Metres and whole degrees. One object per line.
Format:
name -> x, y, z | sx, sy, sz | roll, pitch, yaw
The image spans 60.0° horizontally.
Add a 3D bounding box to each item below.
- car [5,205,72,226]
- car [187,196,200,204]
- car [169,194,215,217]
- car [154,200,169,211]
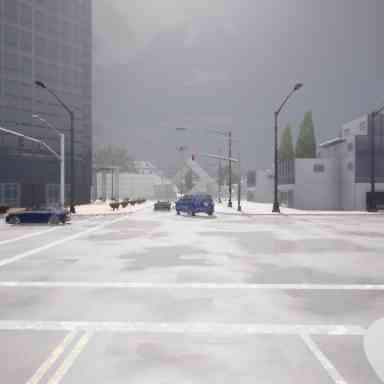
car -> -10.703, 1.616, 23.374 | 4.181, 1.385, 1.994 | 0, 0, 0
car -> 0.372, 1.547, 63.008 | 2.033, 1.411, 5.357 | 0, 0, 5
car -> 0.151, 1.230, 32.071 | 2.150, 2.045, 5.566 | -2, 1, -26
car -> -3.614, 1.601, 41.604 | 1.895, 1.301, 4.718 | 0, 0, 0
